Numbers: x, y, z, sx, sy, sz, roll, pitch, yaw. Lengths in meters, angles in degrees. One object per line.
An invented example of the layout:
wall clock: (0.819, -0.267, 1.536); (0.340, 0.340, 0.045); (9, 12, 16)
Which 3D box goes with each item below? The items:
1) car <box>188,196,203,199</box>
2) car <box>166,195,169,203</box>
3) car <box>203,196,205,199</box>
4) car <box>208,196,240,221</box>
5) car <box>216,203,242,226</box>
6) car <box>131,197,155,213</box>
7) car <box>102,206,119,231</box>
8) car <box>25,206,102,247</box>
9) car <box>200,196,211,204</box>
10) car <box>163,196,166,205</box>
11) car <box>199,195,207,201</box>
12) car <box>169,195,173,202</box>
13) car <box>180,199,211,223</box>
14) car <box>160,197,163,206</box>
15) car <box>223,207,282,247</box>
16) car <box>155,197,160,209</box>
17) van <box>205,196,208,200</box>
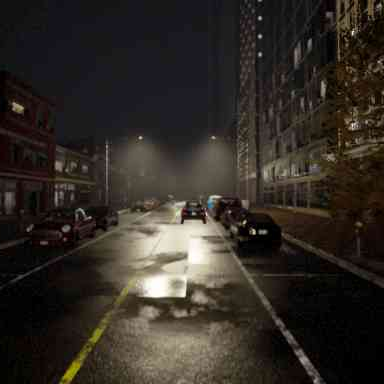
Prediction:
car: (0.104, 1.486, 42.877); (1.837, 1.490, 4.892); (0, 0, 0)
car: (-5.675, 1.522, 59.952); (1.887, 1.381, 4.507); (1, 0, 0)
car: (2.671, 1.548, 42.965); (1.947, 1.339, 4.313); (1, 0, 0)
car: (2.715, 1.304, 26.032); (2.192, 1.841, 5.009); (1, 0, 0)
car: (2.706, 1.573, 20.388); (1.802, 1.307, 4.206); (1, 0, 0)
car: (-5.676, 1.550, 37.376); (1.947, 1.339, 4.313); (1, 0, 0)
car: (-5.677, 1.557, 20.444); (1.947, 1.339, 4.313); (1, 0, 0)
car: (-5.676, 1.433, 14.800); (1.967, 1.590, 4.097); (1, 0, 0)
car: (2.673, 1.542, 65.541); (1.947, 1.339, 4.313); (1, 0, 0)
car: (-5.676, 1.560, 54.308); (1.802, 1.307, 4.206); (1, 0, 0)
car: (2.674, 1.497, 82.643); (1.752, 1.417, 4.829); (1, 0, 0)
car: (-5.674, 1.540, 71.240); (1.947, 1.339, 4.313); (1, 0, 0)
car: (0.101, 1.536, 25.301); (2.033, 1.411, 5.357); (0, 0, 0)
car: (-5.675, 1.505, 48.495); (1.752, 1.417, 4.829); (1, 0, 0)
car: (2.702, 1.560, 14.744); (1.947, 1.339, 4.313); (1, 0, 0)
car: (-5.674, 1.422, 43.021); (1.967, 1.590, 4.097); (1, 0, 0)
van: (2.678, 1.325, 37.321); (1.690, 1.788, 3.998); (1, 0, 0)
